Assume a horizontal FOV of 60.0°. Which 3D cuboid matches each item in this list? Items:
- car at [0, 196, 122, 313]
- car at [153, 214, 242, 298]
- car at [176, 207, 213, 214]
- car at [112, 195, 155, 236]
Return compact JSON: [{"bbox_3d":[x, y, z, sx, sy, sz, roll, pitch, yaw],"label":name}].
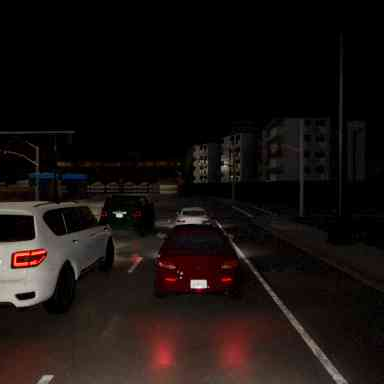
[{"bbox_3d":[-3.387,1.218,7.764,2.150,2.045,5.566,0,0,0],"label":"car"},{"bbox_3d":[0.116,1.521,8.408,1.812,1.442,4.674,0,0,0],"label":"car"},{"bbox_3d":[0.106,1.490,17.543,1.812,1.442,4.674,0,0,1],"label":"car"},{"bbox_3d":[-3.362,1.179,18.125,2.150,2.045,5.566,0,0,0],"label":"car"}]
